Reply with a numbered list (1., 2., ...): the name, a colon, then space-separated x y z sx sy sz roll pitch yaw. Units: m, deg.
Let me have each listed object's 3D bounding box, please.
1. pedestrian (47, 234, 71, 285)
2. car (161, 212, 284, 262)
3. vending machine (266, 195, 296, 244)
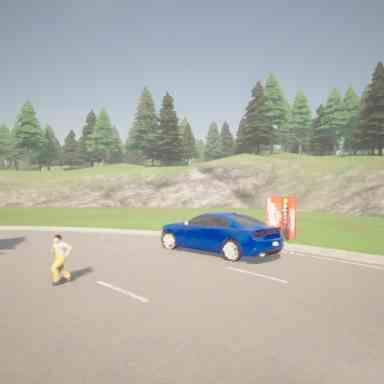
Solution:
1. pedestrian: -3.165 1.574 8.046 0.375 1.300 0.375 0 0 41
2. car: 0.901 1.477 12.274 1.882 1.535 5.008 1 0 -45
3. vending machine: 4.051 1.195 15.098 0.880 2.100 1.100 0 0 43
